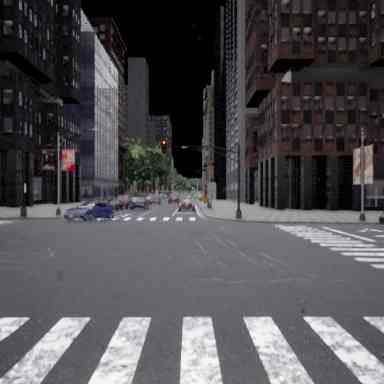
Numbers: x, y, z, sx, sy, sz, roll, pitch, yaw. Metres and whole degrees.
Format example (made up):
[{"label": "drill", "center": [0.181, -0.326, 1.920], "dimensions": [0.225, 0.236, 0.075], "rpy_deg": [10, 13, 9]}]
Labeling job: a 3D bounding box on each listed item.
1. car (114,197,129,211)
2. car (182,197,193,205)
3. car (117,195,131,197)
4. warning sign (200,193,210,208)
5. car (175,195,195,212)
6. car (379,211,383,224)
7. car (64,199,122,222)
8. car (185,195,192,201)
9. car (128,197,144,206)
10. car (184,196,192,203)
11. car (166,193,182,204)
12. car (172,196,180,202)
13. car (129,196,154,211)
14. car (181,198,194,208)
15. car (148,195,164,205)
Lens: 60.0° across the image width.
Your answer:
[{"label": "car", "center": [-9.130, 1.568, 39.057], "dimensions": [1.947, 1.339, 4.313], "rpy_deg": [0, 0, 0]}, {"label": "car", "center": [-0.745, 1.593, 60.808], "dimensions": [1.887, 1.381, 4.507], "rpy_deg": [0, 0, 0]}, {"label": "car", "center": [-9.166, 1.328, 44.483], "dimensions": [2.192, 1.841, 5.009], "rpy_deg": [0, 0, 0]}, {"label": "warning sign", "center": [1.682, 1.125, 42.794], "dimensions": [1.300, 1.860, 1.060], "rpy_deg": [0, 0, 0]}, {"label": "car", "center": [-0.606, 1.442, 39.109], "dimensions": [1.967, 1.590, 4.097], "rpy_deg": [0, 0, 0]}, {"label": "car", "center": [14.979, 1.454, 21.066], "dimensions": [5.566, 2.045, 2.150], "rpy_deg": [1, 0, 0]}, {"label": "car", "center": [-7.664, 1.473, 25.560], "dimensions": [1.812, 1.442, 4.674], "rpy_deg": [0, -1, 21]}, {"label": "car", "center": [-0.919, 1.560, 87.933], "dimensions": [1.967, 1.590, 4.097], "rpy_deg": [0, 0, 0]}, {"label": "car", "center": [-9.233, 1.561, 55.164], "dimensions": [1.752, 1.417, 4.829], "rpy_deg": [0, 0, 0]}, {"label": "car", "center": [-0.815, 1.601, 71.828], "dimensions": [1.752, 1.417, 4.829], "rpy_deg": [0, 0, 0]}, {"label": "car", "center": [-3.536, 1.412, 65.646], "dimensions": [2.097, 1.767, 4.553], "rpy_deg": [0, 0, 0]}, {"label": "car", "center": [-3.599, 1.571, 75.684], "dimensions": [1.812, 1.442, 4.674], "rpy_deg": [0, 0, 0]}, {"label": "car", "center": [-6.478, 1.555, 41.893], "dimensions": [2.033, 1.411, 5.357], "rpy_deg": [0, 0, 0]}, {"label": "car", "center": [-0.675, 1.606, 49.958], "dimensions": [1.802, 1.307, 4.206], "rpy_deg": [0, 0, 0]}, {"label": "car", "center": [-6.564, 1.607, 58.339], "dimensions": [1.994, 1.385, 4.181], "rpy_deg": [0, 0, 0]}]
